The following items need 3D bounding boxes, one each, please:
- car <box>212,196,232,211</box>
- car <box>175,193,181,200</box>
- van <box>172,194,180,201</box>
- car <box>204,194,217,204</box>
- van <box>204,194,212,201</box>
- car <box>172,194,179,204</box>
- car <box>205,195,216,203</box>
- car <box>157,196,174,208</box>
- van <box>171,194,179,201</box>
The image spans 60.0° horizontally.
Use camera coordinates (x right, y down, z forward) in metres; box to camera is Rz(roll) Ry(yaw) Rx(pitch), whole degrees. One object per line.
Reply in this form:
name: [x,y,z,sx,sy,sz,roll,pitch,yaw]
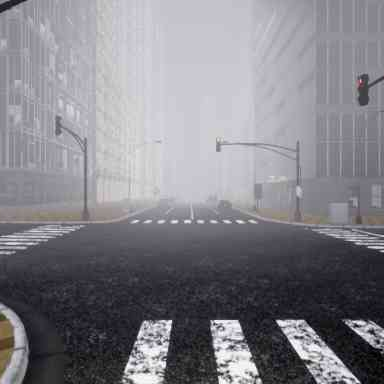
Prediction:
car: [3.976,1.579,41.824,1.947,1.339,4.313,0,0,0]
car: [-4.054,1.426,74.964,1.967,1.590,4.097,0,0,0]
van: [-4.088,1.315,86.019,1.690,1.788,3.998,0,0,0]
car: [3.860,1.313,63.932,2.192,1.841,5.009,0,0,0]
van: [3.809,1.321,80.516,1.690,1.788,3.998,0,0,0]
car: [-4.020,1.564,63.909,1.947,1.339,4.313,0,0,0]
car: [3.843,1.432,69.461,1.967,1.590,4.097,0,0,0]
car: [-3.970,1.592,47.326,1.802,1.307,4.206,0,0,0]
van: [-4.071,1.321,80.492,1.690,1.788,3.998,0,0,0]
